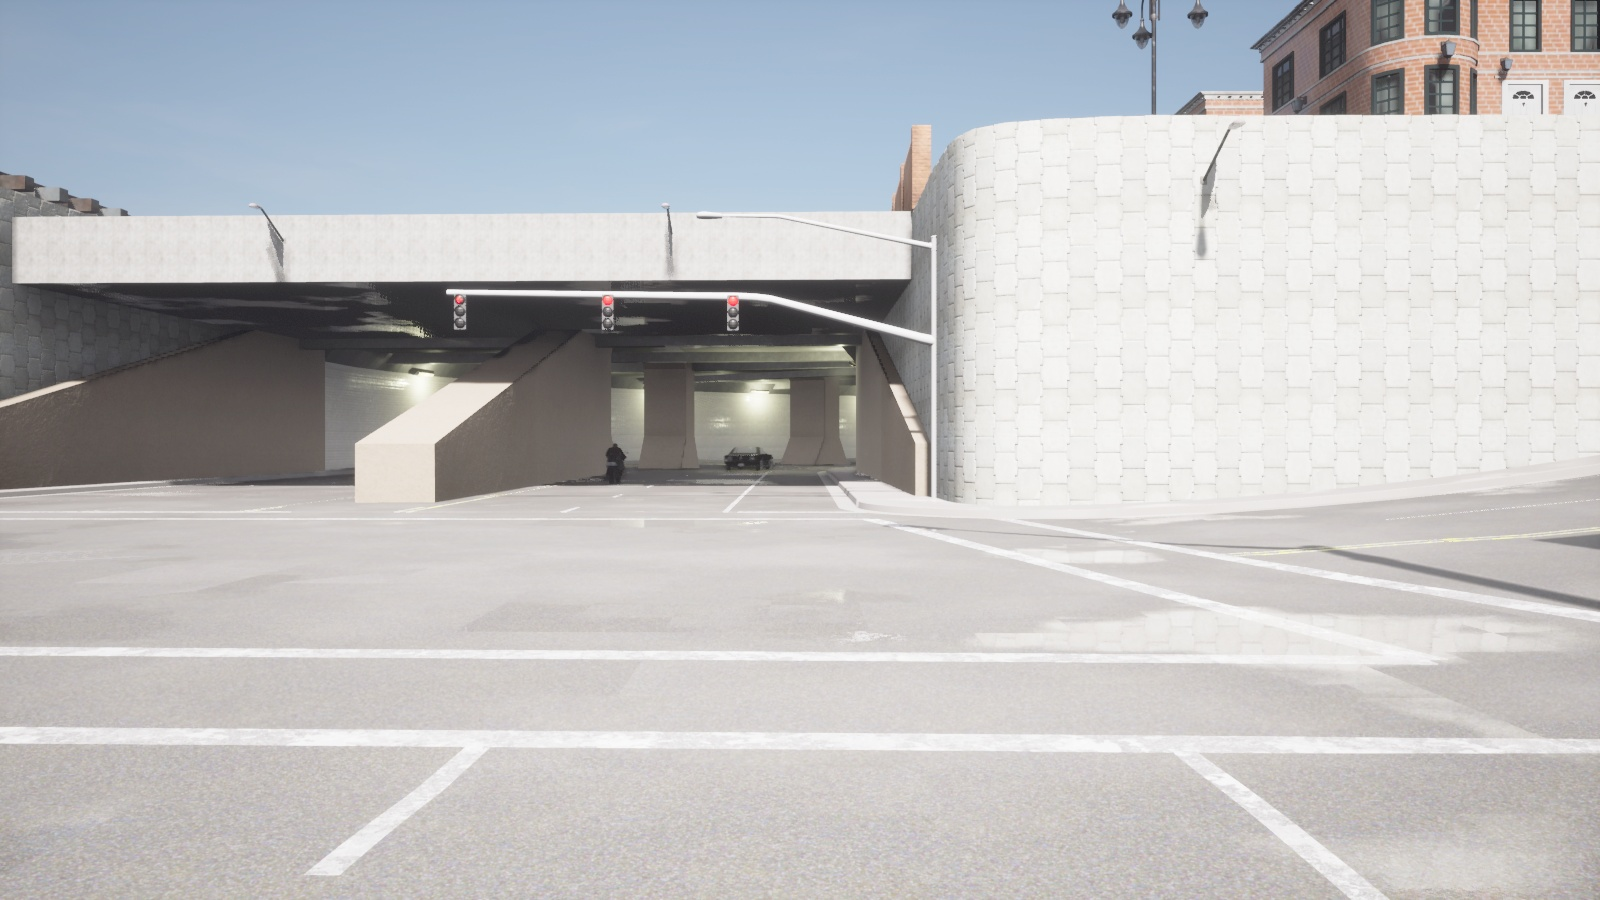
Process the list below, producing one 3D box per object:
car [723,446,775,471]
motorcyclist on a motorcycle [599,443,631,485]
[{"bbox_3d":[-2.718,0.459,68.300,1.895,1.301,4.718,0,0,9],"label":"car"},{"bbox_3d":[-6.879,0.511,46.860,0.866,1.530,2.191,0,0,0],"label":"motorcyclist on a motorcycle"}]
